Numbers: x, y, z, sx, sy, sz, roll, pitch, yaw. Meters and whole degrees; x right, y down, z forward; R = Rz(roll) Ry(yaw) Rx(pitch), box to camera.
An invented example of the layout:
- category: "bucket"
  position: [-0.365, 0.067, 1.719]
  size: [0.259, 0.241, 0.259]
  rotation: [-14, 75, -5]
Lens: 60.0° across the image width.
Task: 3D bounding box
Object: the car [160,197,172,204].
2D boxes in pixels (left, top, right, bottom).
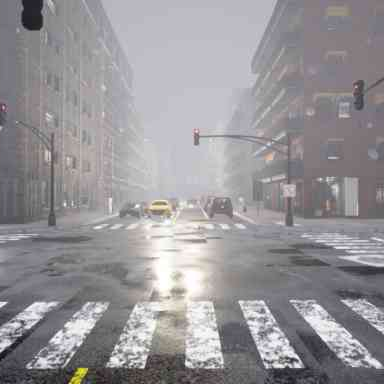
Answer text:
- category: "car"
  position: [-5.391, 1.666, 69.008]
  size: [2.008, 1.369, 4.403]
  rotation: [1, 0, 0]

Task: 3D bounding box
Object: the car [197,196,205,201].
- category: "car"
  position: [2.460, 1.813, 91.305]
  size: [1.947, 1.339, 4.313]
  rotation: [1, 0, 0]

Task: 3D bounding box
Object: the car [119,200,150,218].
- category: "car"
  position: [-5.337, 1.577, 30.075]
  size: [1.947, 1.339, 4.313]
  rotation: [1, 0, 0]

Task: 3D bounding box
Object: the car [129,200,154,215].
- category: "car"
  position: [-5.344, 1.580, 35.636]
  size: [1.947, 1.339, 4.313]
  rotation: [1, 0, 0]

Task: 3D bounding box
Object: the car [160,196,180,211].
- category: "car"
  position: [-2.899, 1.583, 40.566]
  size: [1.994, 1.385, 4.181]
  rotation: [0, 0, 0]

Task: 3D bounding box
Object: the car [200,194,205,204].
- category: "car"
  position: [2.531, 1.335, 41.256]
  size: [2.192, 1.841, 5.009]
  rotation: [1, 0, 0]

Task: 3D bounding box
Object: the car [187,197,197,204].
- category: "car"
  position: [-0.027, 1.684, 70.325]
  size: [1.994, 1.385, 4.181]
  rotation: [0, 0, 0]

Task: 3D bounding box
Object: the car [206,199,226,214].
- category: "car"
  position: [2.536, 1.540, 35.861]
  size: [1.752, 1.417, 4.829]
  rotation: [1, 0, 0]

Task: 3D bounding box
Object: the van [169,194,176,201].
- category: "van"
  position: [-5.417, 1.588, 91.264]
  size: [1.690, 1.788, 3.998]
  rotation: [1, 0, 0]

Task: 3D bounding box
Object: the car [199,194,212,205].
- category: "car"
  position: [2.500, 1.402, 63.490]
  size: [2.192, 1.841, 5.009]
  rotation: [1, 0, 0]

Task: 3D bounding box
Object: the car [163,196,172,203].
- category: "car"
  position: [-5.398, 1.670, 74.400]
  size: [1.752, 1.417, 4.829]
  rotation: [1, 0, 0]

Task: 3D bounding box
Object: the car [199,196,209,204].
- category: "car"
  position: [2.490, 1.556, 69.054]
  size: [1.967, 1.590, 4.097]
  rotation: [1, 0, 0]

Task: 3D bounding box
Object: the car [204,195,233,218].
- category: "car"
  position: [2.547, 1.326, 30.131]
  size: [2.192, 1.841, 5.009]
  rotation: [1, 0, 0]

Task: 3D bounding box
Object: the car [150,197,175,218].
- category: "car"
  position: [-2.886, 1.489, 30.582]
  size: [1.882, 1.535, 5.008]
  rotation: [0, 0, 0]

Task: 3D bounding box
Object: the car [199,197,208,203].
- category: "car"
  position: [2.481, 1.728, 74.614]
  size: [1.802, 1.307, 4.206]
  rotation: [1, 0, 0]

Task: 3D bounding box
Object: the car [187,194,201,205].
- category: "car"
  position: [0.023, 1.564, 60.091]
  size: [2.128, 1.511, 4.902]
  rotation: [0, 0, 0]

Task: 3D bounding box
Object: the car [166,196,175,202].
- category: "car"
  position: [-5.413, 1.763, 85.699]
  size: [2.008, 1.369, 4.403]
  rotation: [1, 0, 0]
